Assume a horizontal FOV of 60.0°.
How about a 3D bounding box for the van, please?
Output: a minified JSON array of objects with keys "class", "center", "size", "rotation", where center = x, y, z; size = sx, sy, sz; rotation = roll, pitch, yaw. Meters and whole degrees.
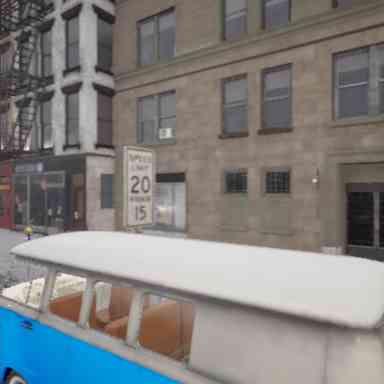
[{"class":"van","center":[-0.245,1.340,2.986],"size":[3.998,1.788,1.690],"rotation":[0,0,36]}]
